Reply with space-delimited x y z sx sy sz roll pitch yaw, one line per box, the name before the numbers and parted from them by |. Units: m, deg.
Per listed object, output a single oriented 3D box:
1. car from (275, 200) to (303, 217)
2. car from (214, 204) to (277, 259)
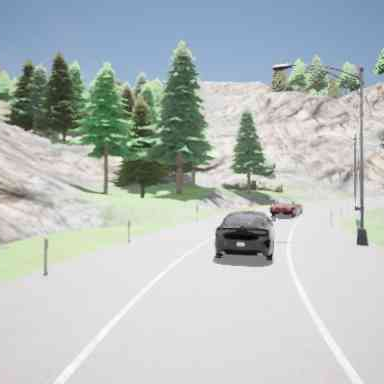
car | 7.964 1.334 27.745 1.895 1.301 4.718 0 1 28
car | 2.114 1.435 12.577 1.882 1.535 5.008 0 0 15
